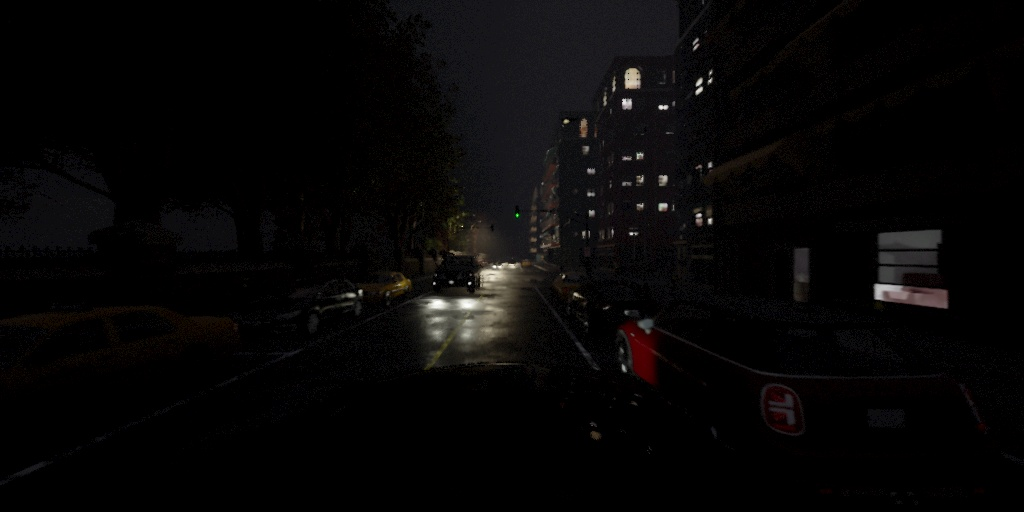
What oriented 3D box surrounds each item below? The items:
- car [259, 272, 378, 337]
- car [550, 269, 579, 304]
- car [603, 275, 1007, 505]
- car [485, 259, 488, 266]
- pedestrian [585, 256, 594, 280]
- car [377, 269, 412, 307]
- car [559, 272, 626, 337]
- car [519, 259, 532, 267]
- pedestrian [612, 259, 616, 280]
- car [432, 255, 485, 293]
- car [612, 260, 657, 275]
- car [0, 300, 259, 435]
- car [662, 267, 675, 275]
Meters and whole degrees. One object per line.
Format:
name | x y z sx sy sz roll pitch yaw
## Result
car | -5.691 1.299 10.144 2.007 1.370 4.403 0 0 0
car | 2.688 1.275 15.948 1.751 1.417 4.829 0 0 0
car | 2.691 1.190 4.516 1.967 1.591 4.097 0 0 0
car | -5.705 1.083 59.340 2.192 1.841 5.009 0 0 0
pedestrian | 6.125 0.895 27.963 0.375 1.860 0.375 0 0 0
car | -5.692 1.275 15.604 1.751 1.417 4.829 0 0 0
car | 2.690 1.315 10.147 1.948 1.339 4.313 0 0 0
car | 2.674 1.299 65.048 1.751 1.417 4.829 0 0 0
pedestrian | 8.129 1.125 28.565 0.375 1.860 0.375 0 0 0
car | -3.058 0.975 20.917 2.150 2.045 5.566 0 0 0
car | 14.588 1.347 42.761 5.009 1.841 2.192 0 0 0
car | -5.689 1.275 4.343 1.751 1.417 4.829 0 0 0
car | 20.283 1.680 42.780 4.507 1.381 1.888 0 0 0
